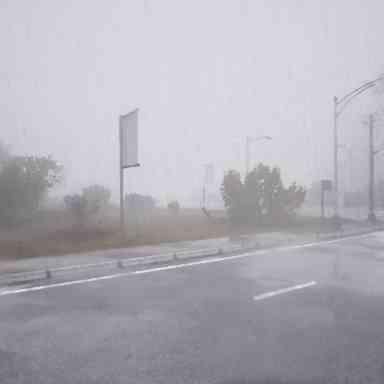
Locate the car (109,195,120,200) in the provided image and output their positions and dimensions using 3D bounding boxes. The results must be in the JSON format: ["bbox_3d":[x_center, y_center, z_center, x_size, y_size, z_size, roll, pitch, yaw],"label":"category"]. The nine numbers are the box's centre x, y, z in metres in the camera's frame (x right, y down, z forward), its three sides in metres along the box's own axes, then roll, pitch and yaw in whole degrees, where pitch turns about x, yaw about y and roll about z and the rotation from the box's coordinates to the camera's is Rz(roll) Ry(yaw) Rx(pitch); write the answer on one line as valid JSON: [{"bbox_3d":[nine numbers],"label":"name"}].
[{"bbox_3d":[-20.432,1.366,83.403,1.994,1.385,4.181,0,0,-37],"label":"car"}]

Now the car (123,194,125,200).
[{"bbox_3d":[-17.396,1.270,85.190,1.882,1.535,5.008,0,0,-37],"label":"car"}]

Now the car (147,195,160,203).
[{"bbox_3d":[-7.830,1.408,61.542,1.837,1.490,4.892,0,0,-39],"label":"car"}]
